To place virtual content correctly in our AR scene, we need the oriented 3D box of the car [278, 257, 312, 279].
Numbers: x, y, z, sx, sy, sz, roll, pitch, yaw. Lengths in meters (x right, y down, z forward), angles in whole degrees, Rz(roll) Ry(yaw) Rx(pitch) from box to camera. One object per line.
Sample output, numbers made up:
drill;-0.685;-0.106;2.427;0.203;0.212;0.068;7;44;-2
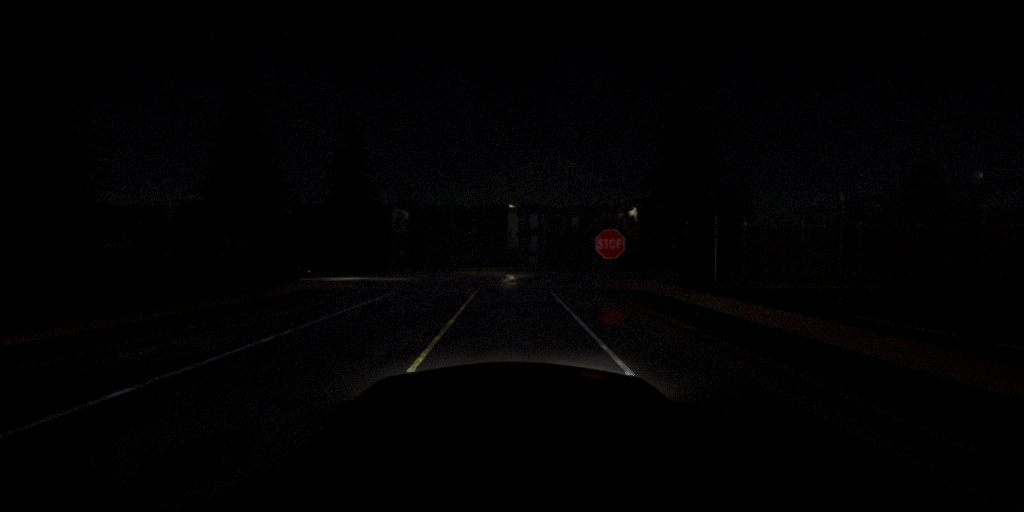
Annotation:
car;-17.006;0.833;25.701;4.902;1.511;2.128;0;1;0
